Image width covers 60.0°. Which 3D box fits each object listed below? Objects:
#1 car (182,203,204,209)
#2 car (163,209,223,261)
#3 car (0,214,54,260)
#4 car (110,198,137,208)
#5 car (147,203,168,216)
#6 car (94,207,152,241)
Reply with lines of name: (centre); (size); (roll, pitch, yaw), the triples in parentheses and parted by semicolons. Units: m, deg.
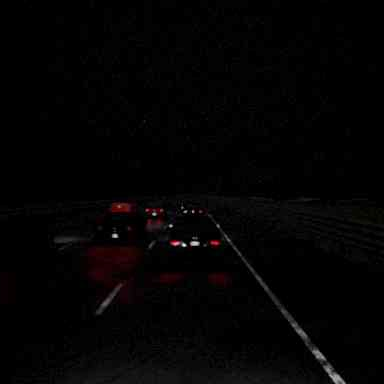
car: (0.097, 1.639, 29.029); (2.033, 1.411, 5.357); (0, 0, 0)
car: (0.091, 1.583, 12.359); (2.033, 1.411, 5.357); (0, 0, 0)
car: (-6.914, 1.561, 12.529); (1.812, 1.442, 4.674); (0, 0, 0)
car: (-6.907, 1.430, 33.784); (2.097, 1.767, 4.553); (0, 0, 0)
car: (-3.397, 1.701, 32.401); (1.895, 1.301, 4.718); (1, 0, 0)
car: (-3.402, 1.650, 16.956); (1.895, 1.301, 4.718); (0, 0, 0)
